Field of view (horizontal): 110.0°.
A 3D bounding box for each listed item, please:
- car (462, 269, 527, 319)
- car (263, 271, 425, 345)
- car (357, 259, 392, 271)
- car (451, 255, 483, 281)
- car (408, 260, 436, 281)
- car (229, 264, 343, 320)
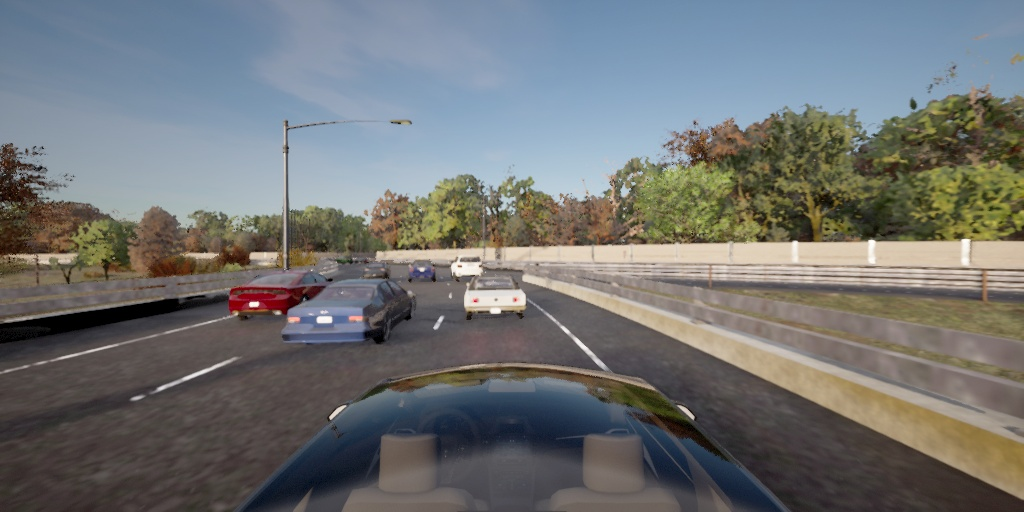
[{"bbox_3d":[-0.697,1.336,12.839,1.895,1.301,4.718,0,0,-6],"label":"car"},{"bbox_3d":[-3.896,1.301,9.577,2.033,1.411,5.357,0,0,-5],"label":"car"},{"bbox_3d":[-10.960,1.242,29.278,2.128,1.511,4.902,0,0,-15],"label":"car"},{"bbox_3d":[-3.760,0.942,29.535,2.150,2.045,5.566,0,0,-14],"label":"car"},{"bbox_3d":[-7.439,1.085,29.582,2.097,1.767,4.553,-1,0,-15],"label":"car"},{"bbox_3d":[-7.747,1.241,12.865,1.882,1.535,5.008,0,0,-6],"label":"car"}]
